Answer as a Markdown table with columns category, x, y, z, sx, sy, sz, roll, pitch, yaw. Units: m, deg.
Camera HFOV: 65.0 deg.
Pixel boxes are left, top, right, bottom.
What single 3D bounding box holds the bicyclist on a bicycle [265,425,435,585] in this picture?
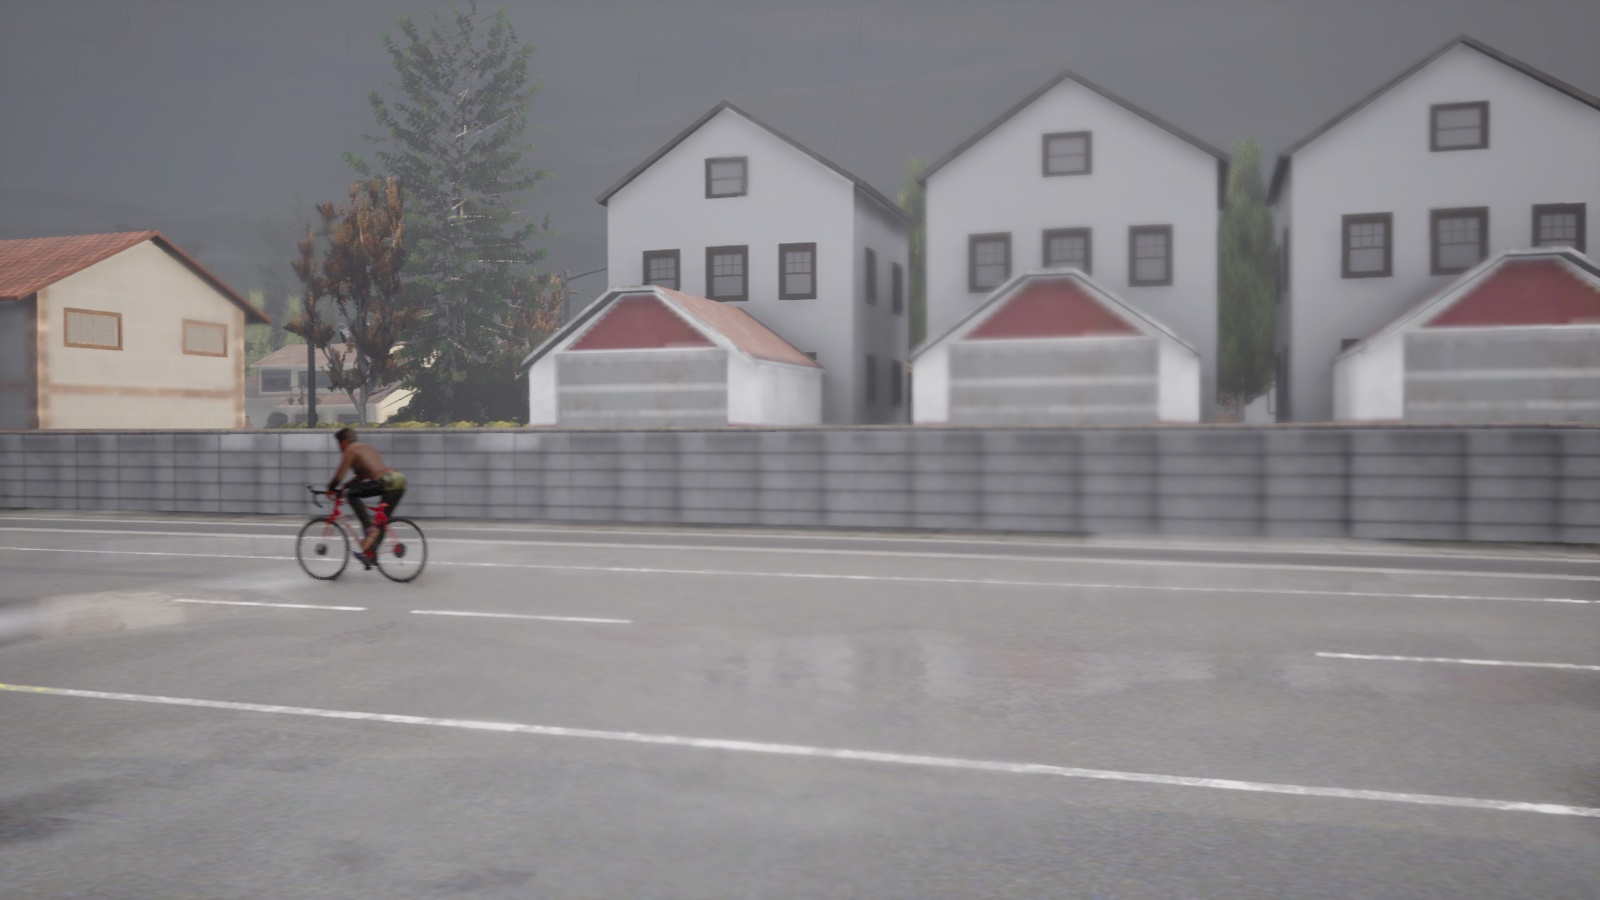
| category | x | y | z | sx | sy | sz | roll | pitch | yaw |
| --- | --- | --- | --- | --- | --- | --- | --- | --- | --- |
| bicyclist on a bicycle | -4.730 | 0.555 | 13.196 | 1.656 | 1.620 | 0.582 | 0 | 1 | 18 |
